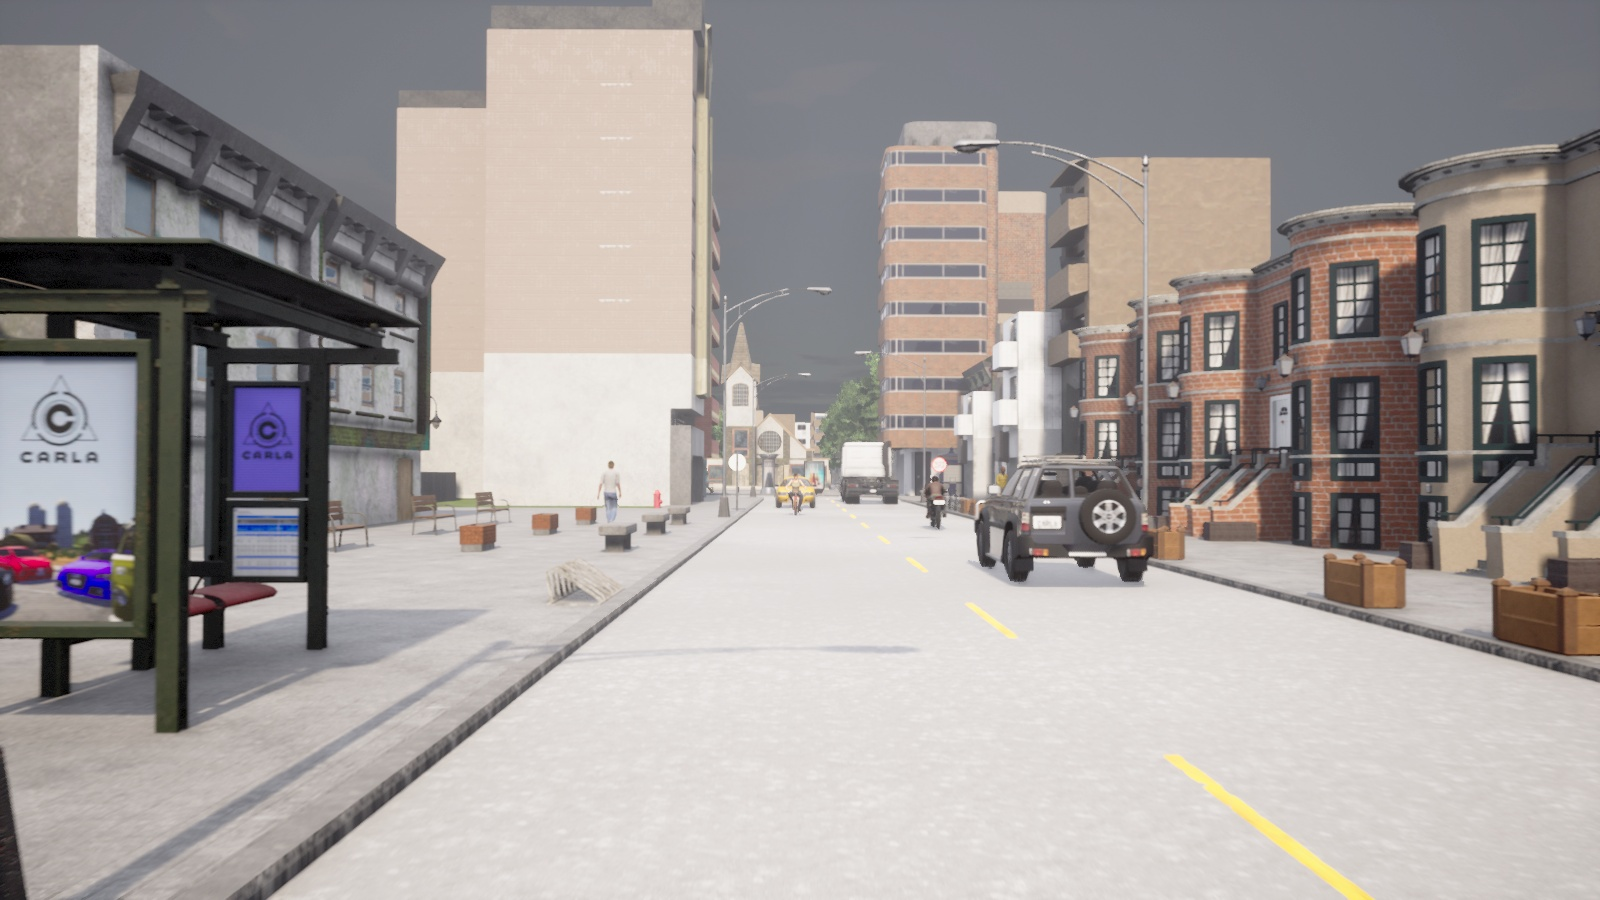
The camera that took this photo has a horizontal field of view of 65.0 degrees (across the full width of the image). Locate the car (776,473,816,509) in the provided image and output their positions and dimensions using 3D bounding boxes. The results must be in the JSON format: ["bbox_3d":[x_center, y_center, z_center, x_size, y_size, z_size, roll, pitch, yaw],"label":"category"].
[{"bbox_3d":[-0.185,1.884,58.937,1.801,1.575,5.366,0,-1,0],"label":"car"}]

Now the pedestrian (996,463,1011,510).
[{"bbox_3d":[8.157,1.457,50.334,0.370,1.835,0.726,0,-1,-7],"label":"pedestrian"}]

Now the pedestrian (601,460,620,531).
[{"bbox_3d":[-4.946,1.175,32.832,0.354,1.836,0.706,0,-1,2],"label":"pedestrian"}]

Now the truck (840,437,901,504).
[{"bbox_3d":[3.770,1.139,68.964,2.891,3.462,7.936,0,-1,0],"label":"truck"}]

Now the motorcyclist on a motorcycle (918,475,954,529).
[{"bbox_3d":[3.908,1.478,36.267,0.797,1.523,2.044,0,-1,0],"label":"motorcyclist on a motorcycle"}]

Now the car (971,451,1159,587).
[{"bbox_3d":[3.953,0.993,19.534,1.932,1.855,4.605,0,-1,0],"label":"car"}]
